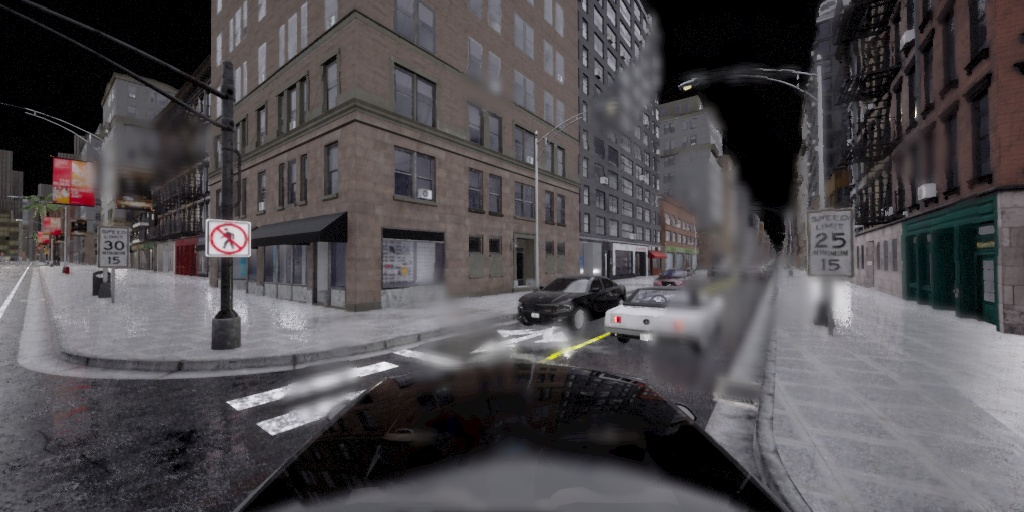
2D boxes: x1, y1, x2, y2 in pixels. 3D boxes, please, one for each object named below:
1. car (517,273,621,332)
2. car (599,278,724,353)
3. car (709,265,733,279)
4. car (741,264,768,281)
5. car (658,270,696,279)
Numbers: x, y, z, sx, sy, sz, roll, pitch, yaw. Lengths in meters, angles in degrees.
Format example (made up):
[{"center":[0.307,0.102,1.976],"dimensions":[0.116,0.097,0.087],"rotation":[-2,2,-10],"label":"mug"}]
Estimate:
[{"center":[2.123,1.351,11.680],"dimensions":[1.882,1.535,5.008],"rotation":[-1,-1,37],"label":"car"},{"center":[4.141,1.424,9.201],"dimensions":[1.895,1.301,4.718],"rotation":[-1,-1,37],"label":"car"},{"center":[22.781,1.730,39.030],"dimensions":[1.837,1.490,4.892],"rotation":[-1,-2,37],"label":"car"},{"center":[23.557,1.624,34.965],"dimensions":[2.128,1.511,4.902],"rotation":[-1,-1,37],"label":"car"},{"center":[10.347,1.566,22.626],"dimensions":[1.994,1.385,4.181],"rotation":[-1,-1,37],"label":"car"}]
